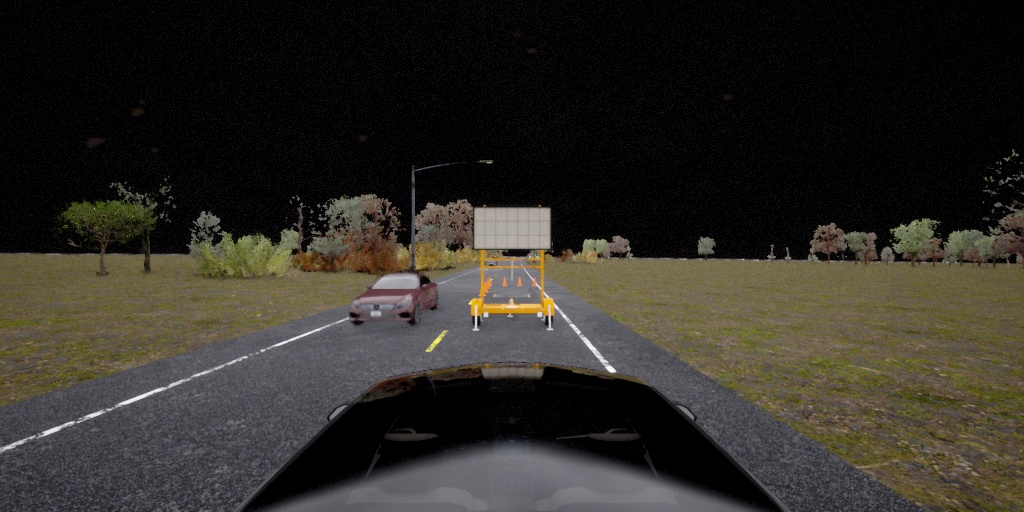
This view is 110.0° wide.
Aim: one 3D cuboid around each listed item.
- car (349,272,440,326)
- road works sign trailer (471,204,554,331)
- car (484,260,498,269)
[{"bbox_3d":[-3.606,1.280,11.839,1.812,1.442,4.674,0,0,0],"label":"car"},{"bbox_3d":[0.007,0.218,11.055,2.380,3.560,2.880,0,0,-1],"label":"road works sign trailer"},{"bbox_3d":[-3.301,1.289,57.195,1.837,1.490,4.892,0,0,1],"label":"car"}]
